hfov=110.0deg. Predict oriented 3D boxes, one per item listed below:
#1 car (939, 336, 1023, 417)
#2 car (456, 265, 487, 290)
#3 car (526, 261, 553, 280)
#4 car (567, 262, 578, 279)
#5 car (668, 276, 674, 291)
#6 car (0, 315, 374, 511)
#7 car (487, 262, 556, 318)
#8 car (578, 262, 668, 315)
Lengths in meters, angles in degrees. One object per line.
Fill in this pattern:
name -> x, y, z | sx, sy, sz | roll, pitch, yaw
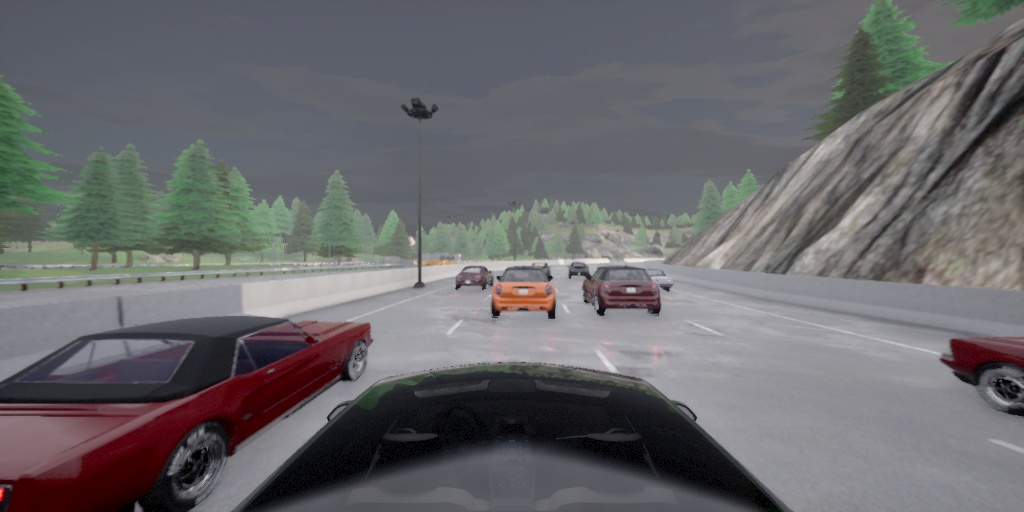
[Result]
car -> 7.120, 1.357, 2.997 | 1.895, 1.301, 4.718 | 0, 0, 0
car -> -2.300, 1.314, 22.792 | 1.812, 1.442, 4.674 | 0, 0, 5
car -> 2.675, 1.303, 33.560 | 2.128, 1.511, 4.902 | 0, 0, 9
car -> 6.240, 1.318, 33.713 | 1.837, 1.490, 4.892 | 0, 0, 9
car -> 8.136, 1.393, 21.872 | 1.895, 1.301, 4.718 | 0, 0, 6
car -> -3.367, 1.354, 4.214 | 1.895, 1.301, 4.718 | 0, 0, 1
car -> 0.462, 1.124, 13.296 | 2.097, 1.767, 4.553 | 0, 0, 3
car -> 3.996, 1.127, 13.795 | 2.097, 1.767, 4.553 | 0, 0, 3
